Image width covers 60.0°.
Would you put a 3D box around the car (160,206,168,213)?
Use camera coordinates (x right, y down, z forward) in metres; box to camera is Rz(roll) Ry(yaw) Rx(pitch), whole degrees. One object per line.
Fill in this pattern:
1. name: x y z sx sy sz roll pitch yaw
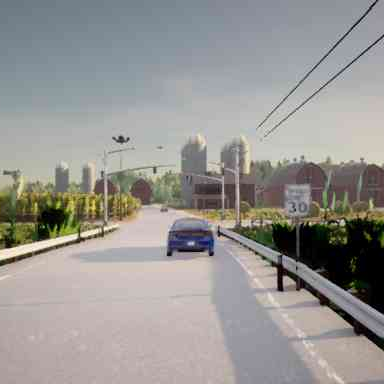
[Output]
1. car: -6.645 4.144 78.675 2.128 1.511 4.902 0 -2 -8

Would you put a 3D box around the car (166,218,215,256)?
1. car: -0.095 1.877 14.714 1.882 1.535 5.008 0 -3 -1
